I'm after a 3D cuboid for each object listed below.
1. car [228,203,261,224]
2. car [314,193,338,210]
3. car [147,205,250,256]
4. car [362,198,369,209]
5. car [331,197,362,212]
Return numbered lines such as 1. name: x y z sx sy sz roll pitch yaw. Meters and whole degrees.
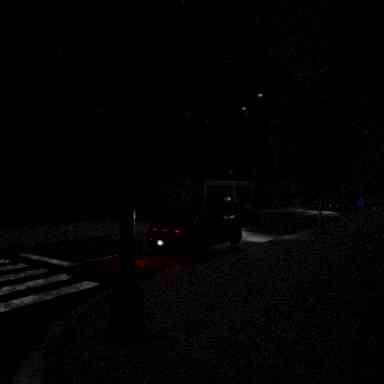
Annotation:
1. car: 3.035 1.464 22.146 1.812 1.442 4.674 1 0 35
2. car: 17.282 1.194 42.399 2.150 2.045 5.566 1 0 35
3. car: 0.295 1.468 13.241 1.837 1.490 4.892 1 0 35
4. car: 23.670 1.542 46.721 1.812 1.442 4.674 1 0 35
5. car: 17.890 1.599 38.364 1.895 1.301 4.718 1 0 36
